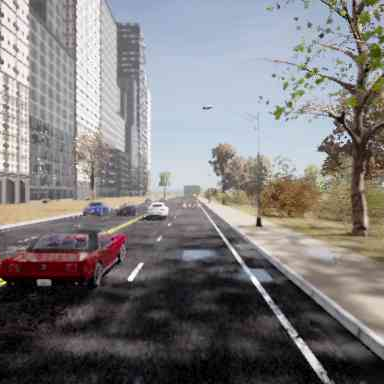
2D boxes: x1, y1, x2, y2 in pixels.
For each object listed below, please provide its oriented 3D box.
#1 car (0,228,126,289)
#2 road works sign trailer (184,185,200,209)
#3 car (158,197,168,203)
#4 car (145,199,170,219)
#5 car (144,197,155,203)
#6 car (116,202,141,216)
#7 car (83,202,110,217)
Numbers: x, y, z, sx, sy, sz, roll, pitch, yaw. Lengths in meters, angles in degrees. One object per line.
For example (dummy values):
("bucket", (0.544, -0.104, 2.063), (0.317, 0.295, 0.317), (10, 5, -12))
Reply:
("car", (-3.151, 1.659, 9.319), (1.895, 1.301, 4.718), (0, 0, 0))
("road works sign trailer", (-0.024, 0.744, 49.397), (2.380, 3.560, 2.880), (0, 0, 0))
("car", (-6.536, 1.774, 76.299), (1.895, 1.301, 4.718), (0, 0, 0))
("car", (-3.163, 1.708, 31.356), (1.812, 1.442, 4.674), (0, 0, 0))
("car", (-9.786, 1.779, 76.297), (1.895, 1.301, 4.718), (0, 0, 0))
("car", (-6.593, 1.770, 34.672), (1.994, 1.385, 4.181), (0, 0, 0))
("car", (-9.844, 1.736, 34.539), (1.812, 1.442, 4.674), (0, 0, 0))
